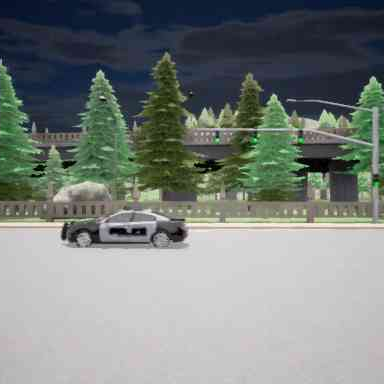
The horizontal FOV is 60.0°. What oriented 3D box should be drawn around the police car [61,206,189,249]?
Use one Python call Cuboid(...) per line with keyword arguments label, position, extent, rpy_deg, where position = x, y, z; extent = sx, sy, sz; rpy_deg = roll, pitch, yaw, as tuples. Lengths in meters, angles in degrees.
Cuboid(label="police car", position=(-2.726, 1.410, 13.912), extent=(5.238, 1.638, 1.930), rpy_deg=(0, 0, 1))
